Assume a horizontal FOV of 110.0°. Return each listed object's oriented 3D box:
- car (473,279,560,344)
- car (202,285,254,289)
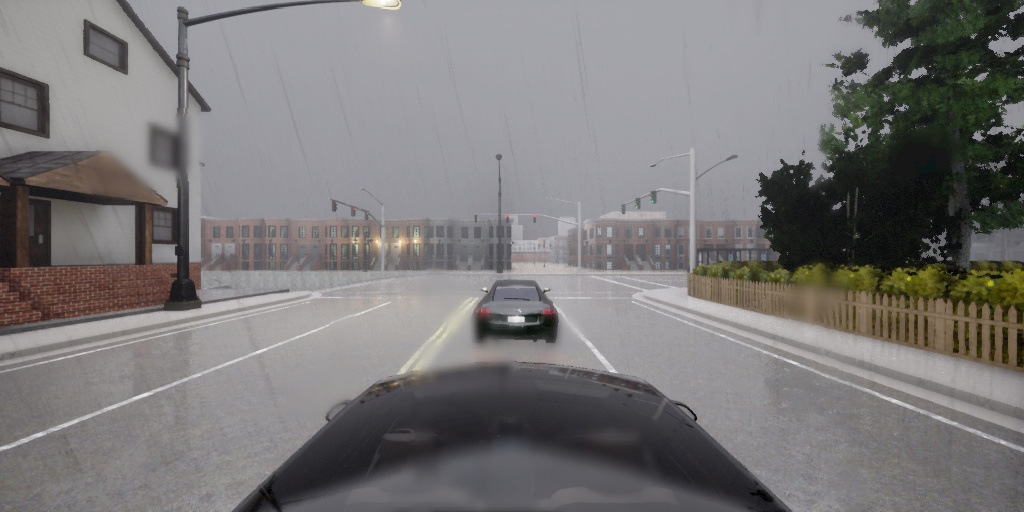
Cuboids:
[{"bbox_3d":[0.102,1.314,9.612,1.994,1.385,4.181,0,0,0],"label":"car"},{"bbox_3d":[-22.179,3.251,26.866,5.566,2.045,2.150,-13,1,-1],"label":"car"}]
